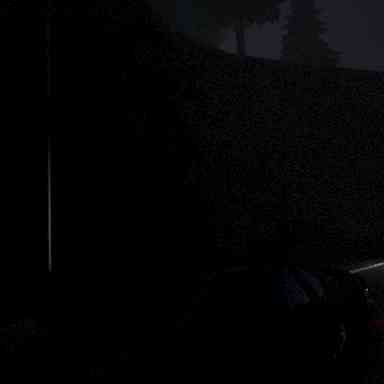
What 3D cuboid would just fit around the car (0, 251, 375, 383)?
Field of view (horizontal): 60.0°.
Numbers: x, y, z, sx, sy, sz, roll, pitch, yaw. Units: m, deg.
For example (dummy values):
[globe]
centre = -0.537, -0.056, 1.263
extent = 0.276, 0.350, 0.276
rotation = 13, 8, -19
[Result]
[car]
centre = 0.231, 1.546, 4.226
extent = 5.357, 1.411, 2.033
rotation = 0, 0, -36
